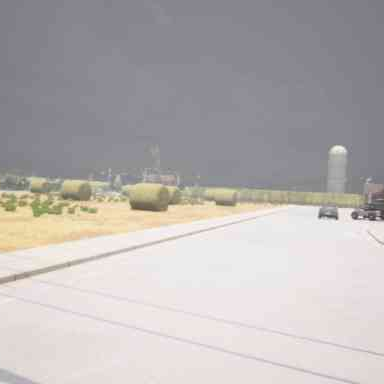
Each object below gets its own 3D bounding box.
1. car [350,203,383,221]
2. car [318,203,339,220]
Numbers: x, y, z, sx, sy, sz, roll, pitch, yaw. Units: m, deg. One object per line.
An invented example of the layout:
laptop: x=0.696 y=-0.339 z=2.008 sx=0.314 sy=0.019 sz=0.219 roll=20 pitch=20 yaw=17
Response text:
car: x=19.510 y=2.121 z=36.550 sx=1.905 sy=1.878 sz=3.866 roll=-3 pitch=0 yaw=-20
car: x=14.797 y=2.228 z=36.028 sx=1.994 sy=1.385 sz=4.181 roll=3 pitch=-1 yaw=24
